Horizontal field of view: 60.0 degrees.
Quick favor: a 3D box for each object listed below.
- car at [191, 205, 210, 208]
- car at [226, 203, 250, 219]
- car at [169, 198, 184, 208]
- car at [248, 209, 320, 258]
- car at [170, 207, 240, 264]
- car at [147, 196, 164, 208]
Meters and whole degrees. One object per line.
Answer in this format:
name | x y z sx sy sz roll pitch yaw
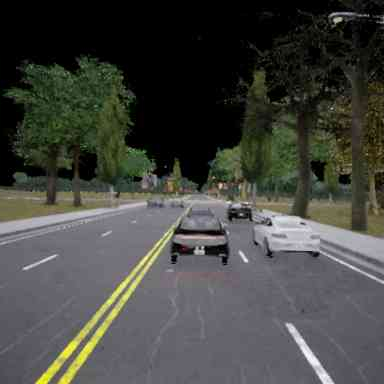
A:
car | 0.644 1.695 25.850 1.895 1.301 4.718 1 0 2
car | 3.987 1.650 28.736 1.882 1.535 5.008 1 0 2
car | -2.143 1.670 49.232 1.812 1.442 4.674 1 0 2
car | 3.586 1.630 13.180 1.812 1.442 4.674 1 0 2
car | 0.292 1.527 11.961 2.128 1.511 4.902 1 0 2
car | -5.373 1.436 49.808 2.097 1.767 4.553 1 0 2
